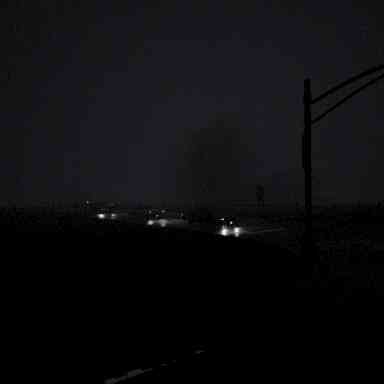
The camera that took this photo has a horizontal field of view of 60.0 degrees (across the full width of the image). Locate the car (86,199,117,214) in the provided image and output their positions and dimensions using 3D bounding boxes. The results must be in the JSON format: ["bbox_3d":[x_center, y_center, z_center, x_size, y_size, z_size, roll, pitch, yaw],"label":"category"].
[{"bbox_3d":[-12.105,2.109,44.403,1.837,1.490,4.892,-1,0,-36],"label":"car"}]

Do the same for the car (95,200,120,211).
[{"bbox_3d":[-13.413,2.129,52.529,2.128,1.511,4.902,-1,0,-36],"label":"car"}]

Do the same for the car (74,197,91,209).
[{"bbox_3d":[-20.415,2.028,62.271,2.150,2.045,5.566,-1,0,-36],"label":"car"}]

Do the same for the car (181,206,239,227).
[{"bbox_3d":[1.233,1.838,25.801,2.033,1.411,5.357,-1,0,-36],"label":"car"}]

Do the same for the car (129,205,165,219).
[{"bbox_3d":[-4.649,2.030,34.004,1.895,1.301,4.718,-1,0,-35],"label":"car"}]
